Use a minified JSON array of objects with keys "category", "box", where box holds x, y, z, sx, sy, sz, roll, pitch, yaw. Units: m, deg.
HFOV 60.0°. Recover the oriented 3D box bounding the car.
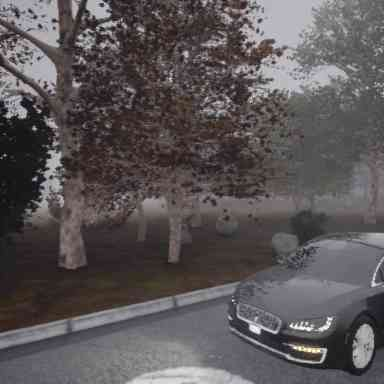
[{"category":"car","box":[2.781,1.503,5.661,4.892,1.490,1.837,0,0,-35]}]
